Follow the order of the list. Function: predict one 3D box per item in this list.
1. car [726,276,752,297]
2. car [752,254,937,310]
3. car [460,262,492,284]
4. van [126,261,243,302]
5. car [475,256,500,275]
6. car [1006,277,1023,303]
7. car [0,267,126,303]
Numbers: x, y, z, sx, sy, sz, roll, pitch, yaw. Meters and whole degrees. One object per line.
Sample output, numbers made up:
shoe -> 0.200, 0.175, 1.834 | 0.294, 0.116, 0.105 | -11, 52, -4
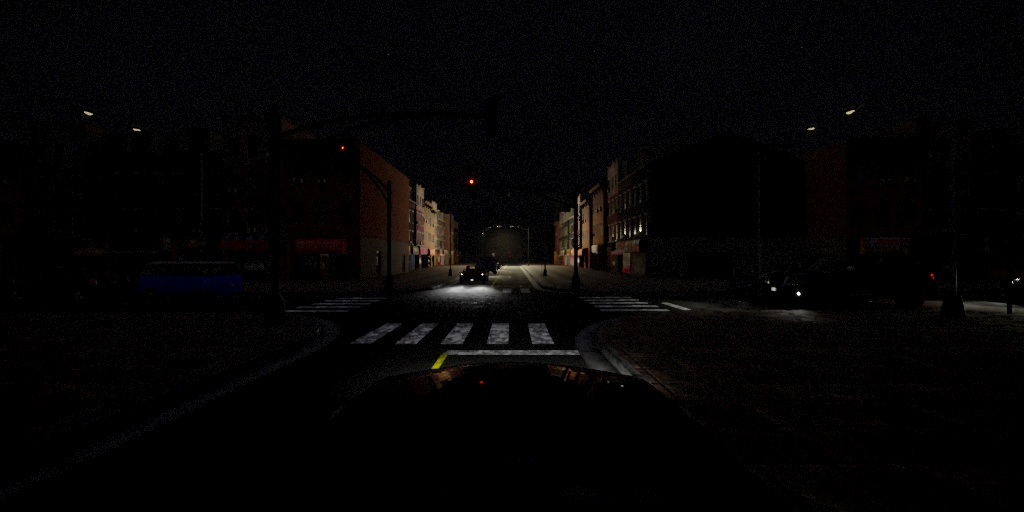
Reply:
car -> 12.286, 1.267, 16.532 | 4.403, 1.370, 2.007 | 0, 0, 0
car -> 12.972, 0.935, 13.998 | 5.566, 2.045, 2.150 | 0, 0, 0
car -> -2.802, 1.365, 27.343 | 1.895, 1.301, 4.718 | 0, 0, 0
van -> -14.716, 1.124, 16.454 | 3.998, 1.789, 1.690 | 0, 0, 0
car -> -2.777, 0.993, 39.937 | 2.150, 2.045, 5.566 | 0, 0, 1
car -> 22.656, 1.048, 14.022 | 4.553, 1.767, 2.097 | 0, 0, 0
car -> -20.191, 1.239, 16.438 | 4.097, 1.591, 1.967 | 0, 0, 0
